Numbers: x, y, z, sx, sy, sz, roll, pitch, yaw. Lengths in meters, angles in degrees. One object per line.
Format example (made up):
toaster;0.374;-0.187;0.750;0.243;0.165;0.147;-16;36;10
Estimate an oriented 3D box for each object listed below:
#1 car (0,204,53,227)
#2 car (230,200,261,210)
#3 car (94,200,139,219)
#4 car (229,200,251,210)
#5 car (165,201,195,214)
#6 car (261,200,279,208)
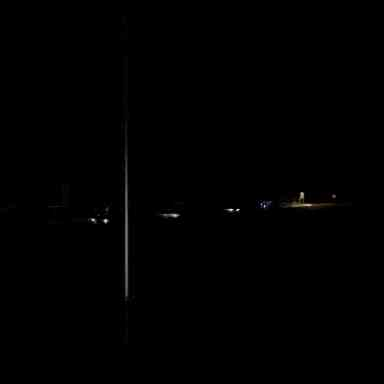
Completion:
car;-12.891;1.645;24.736;1.882;1.535;5.008;-1;-1;35
car;7.798;1.924;49.395;2.128;1.511;4.902;-1;-1;35
car;-7.373;1.611;32.669;2.097;1.767;4.553;-1;-1;35
car;7.886;2.093;54.419;1.994;1.385;4.181;-1;-1;35
car;-1.393;1.881;41.250;1.812;1.442;4.674;-1;-1;35
car;13.492;2.122;57.661;1.895;1.301;4.718;-1;-1;35
